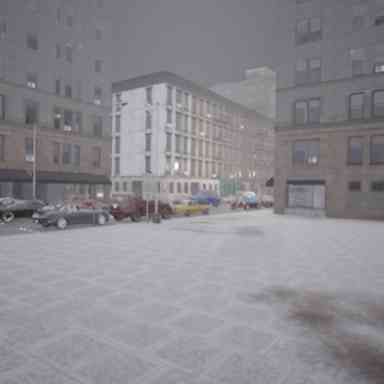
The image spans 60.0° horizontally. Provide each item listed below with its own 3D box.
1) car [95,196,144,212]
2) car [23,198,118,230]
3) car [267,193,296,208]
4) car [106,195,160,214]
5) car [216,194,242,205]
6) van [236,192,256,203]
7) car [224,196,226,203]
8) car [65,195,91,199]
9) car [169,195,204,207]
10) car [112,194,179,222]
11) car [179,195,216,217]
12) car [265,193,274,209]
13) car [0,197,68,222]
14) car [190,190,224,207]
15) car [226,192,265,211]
[{"bbox_3d":[-6.911,1.083,32.254,2.008,1.369,4.403,2,1,36],"label":"car"},{"bbox_3d":[-6.677,1.269,18.787,2.008,1.369,4.403,2,1,36],"label":"car"},{"bbox_3d":[12.203,1.044,45.186,2.192,1.841,5.009,2,1,36],"label":"car"},{"bbox_3d":[-5.244,1.096,30.226,1.837,1.490,4.892,2,1,36],"label":"car"},{"bbox_3d":[5.574,1.064,49.717,1.752,1.417,4.829,2,1,36],"label":"car"},{"bbox_3d":[8.822,0.882,54.253,1.690,1.788,3.998,2,1,36],"label":"van"},{"bbox_3d":[2.528,0.977,45.453,1.967,1.590,4.097,2,1,36],"label":"car"},{"bbox_3d":[-10.056,0.971,27.851,1.967,1.590,4.097,2,1,36],"label":"car"},{"bbox_3d":[-0.619,1.080,41.054,1.887,1.381,4.507,2,1,36],"label":"car"},{"bbox_3d":[-3.527,1.035,23.184,2.192,1.841,5.009,2,1,36],"label":"car"},{"bbox_3d":[-0.286,1.247,27.726,1.752,1.417,4.829,2,1,36],"label":"car"},{"bbox_3d":[9.055,1.167,40.787,1.967,1.590,4.097,2,1,36],"label":"car"},{"bbox_3d":[-11.071,1.190,22.075,1.895,1.301,4.718,2,1,33],"label":"car"},{"bbox_3d":[1.169,0.817,39.159,2.150,2.045,5.566,2,1,35],"label":"car"},{"bbox_3d":[5.909,1.165,36.387,1.967,1.590,4.097,2,1,36],"label":"car"}]
